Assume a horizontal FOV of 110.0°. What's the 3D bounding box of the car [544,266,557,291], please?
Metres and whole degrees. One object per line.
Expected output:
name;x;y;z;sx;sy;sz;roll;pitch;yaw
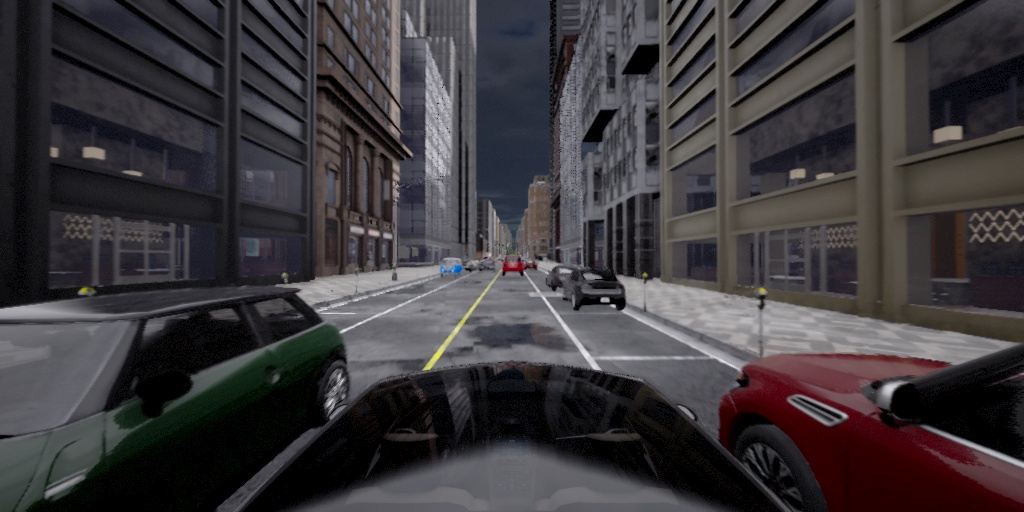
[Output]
car;3.152;1.275;21.549;1.812;1.442;4.674;0;0;0

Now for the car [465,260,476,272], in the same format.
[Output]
car;-5.851;1.314;45.811;1.948;1.339;4.313;0;0;0

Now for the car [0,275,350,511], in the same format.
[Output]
car;-3.099;1.102;2.623;2.097;1.767;4.553;0;0;0

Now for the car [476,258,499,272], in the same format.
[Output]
car;-3.070;1.313;45.205;1.994;1.385;4.181;0;0;0

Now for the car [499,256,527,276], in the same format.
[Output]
car;0.072;0.971;37.132;2.150;2.045;5.566;0;0;0

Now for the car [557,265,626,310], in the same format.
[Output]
car;3.147;1.253;14.549;1.837;1.490;4.892;0;0;0

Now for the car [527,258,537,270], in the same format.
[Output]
car;2.676;1.294;51.428;1.888;1.381;4.507;0;0;0

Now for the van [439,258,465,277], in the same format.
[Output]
van;-5.852;1.089;34.563;1.690;1.789;3.998;0;0;0

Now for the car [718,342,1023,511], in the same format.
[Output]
car;2.669;1.065;0.809;2.192;1.841;5.009;0;0;0
